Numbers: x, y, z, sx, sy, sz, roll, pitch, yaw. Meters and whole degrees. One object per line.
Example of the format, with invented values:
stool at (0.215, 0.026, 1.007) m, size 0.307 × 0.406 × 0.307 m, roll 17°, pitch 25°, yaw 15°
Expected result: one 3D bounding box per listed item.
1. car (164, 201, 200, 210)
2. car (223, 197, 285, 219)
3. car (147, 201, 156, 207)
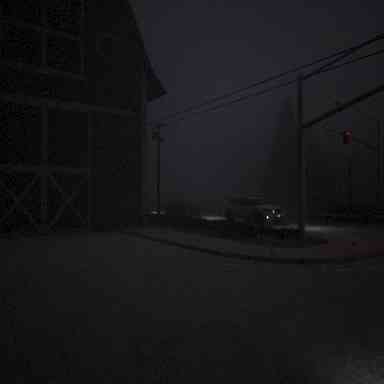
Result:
car at (-1.085, 1.712, 35.076) m, size 1.882 × 1.535 × 5.008 m, roll 0°, pitch -1°, yaw -35°
car at (4.772, 1.402, 26.533) m, size 2.150 × 2.045 × 5.566 m, roll 0°, pitch 0°, yaw -34°
car at (-7.008, 1.795, 43.726) m, size 1.837 × 1.490 × 4.892 m, roll 0°, pitch 0°, yaw -34°
